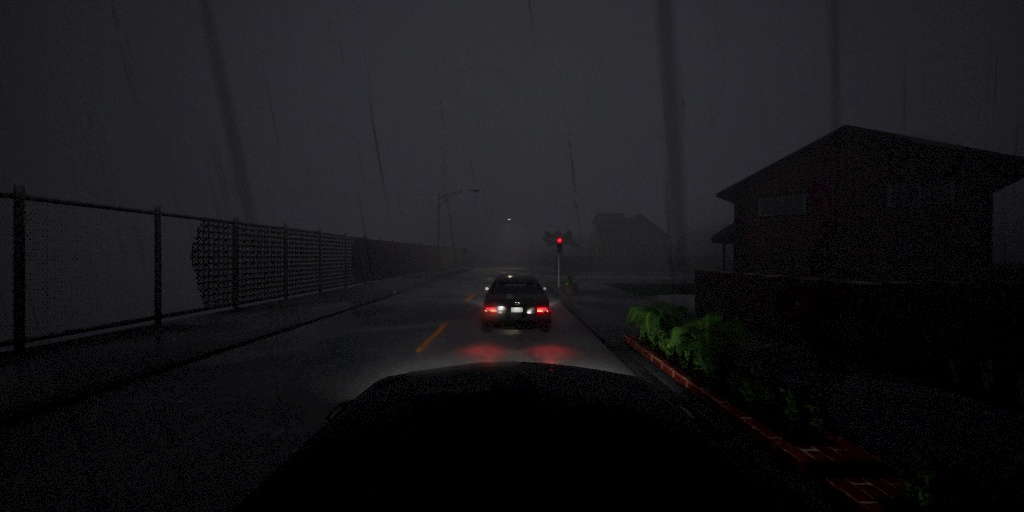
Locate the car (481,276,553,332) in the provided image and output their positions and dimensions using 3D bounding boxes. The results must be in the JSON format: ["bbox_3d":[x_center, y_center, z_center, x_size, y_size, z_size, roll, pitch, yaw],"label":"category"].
[{"bbox_3d":[0.118,1.297,10.825,2.033,1.411,5.357,0,0,0],"label":"car"}]
